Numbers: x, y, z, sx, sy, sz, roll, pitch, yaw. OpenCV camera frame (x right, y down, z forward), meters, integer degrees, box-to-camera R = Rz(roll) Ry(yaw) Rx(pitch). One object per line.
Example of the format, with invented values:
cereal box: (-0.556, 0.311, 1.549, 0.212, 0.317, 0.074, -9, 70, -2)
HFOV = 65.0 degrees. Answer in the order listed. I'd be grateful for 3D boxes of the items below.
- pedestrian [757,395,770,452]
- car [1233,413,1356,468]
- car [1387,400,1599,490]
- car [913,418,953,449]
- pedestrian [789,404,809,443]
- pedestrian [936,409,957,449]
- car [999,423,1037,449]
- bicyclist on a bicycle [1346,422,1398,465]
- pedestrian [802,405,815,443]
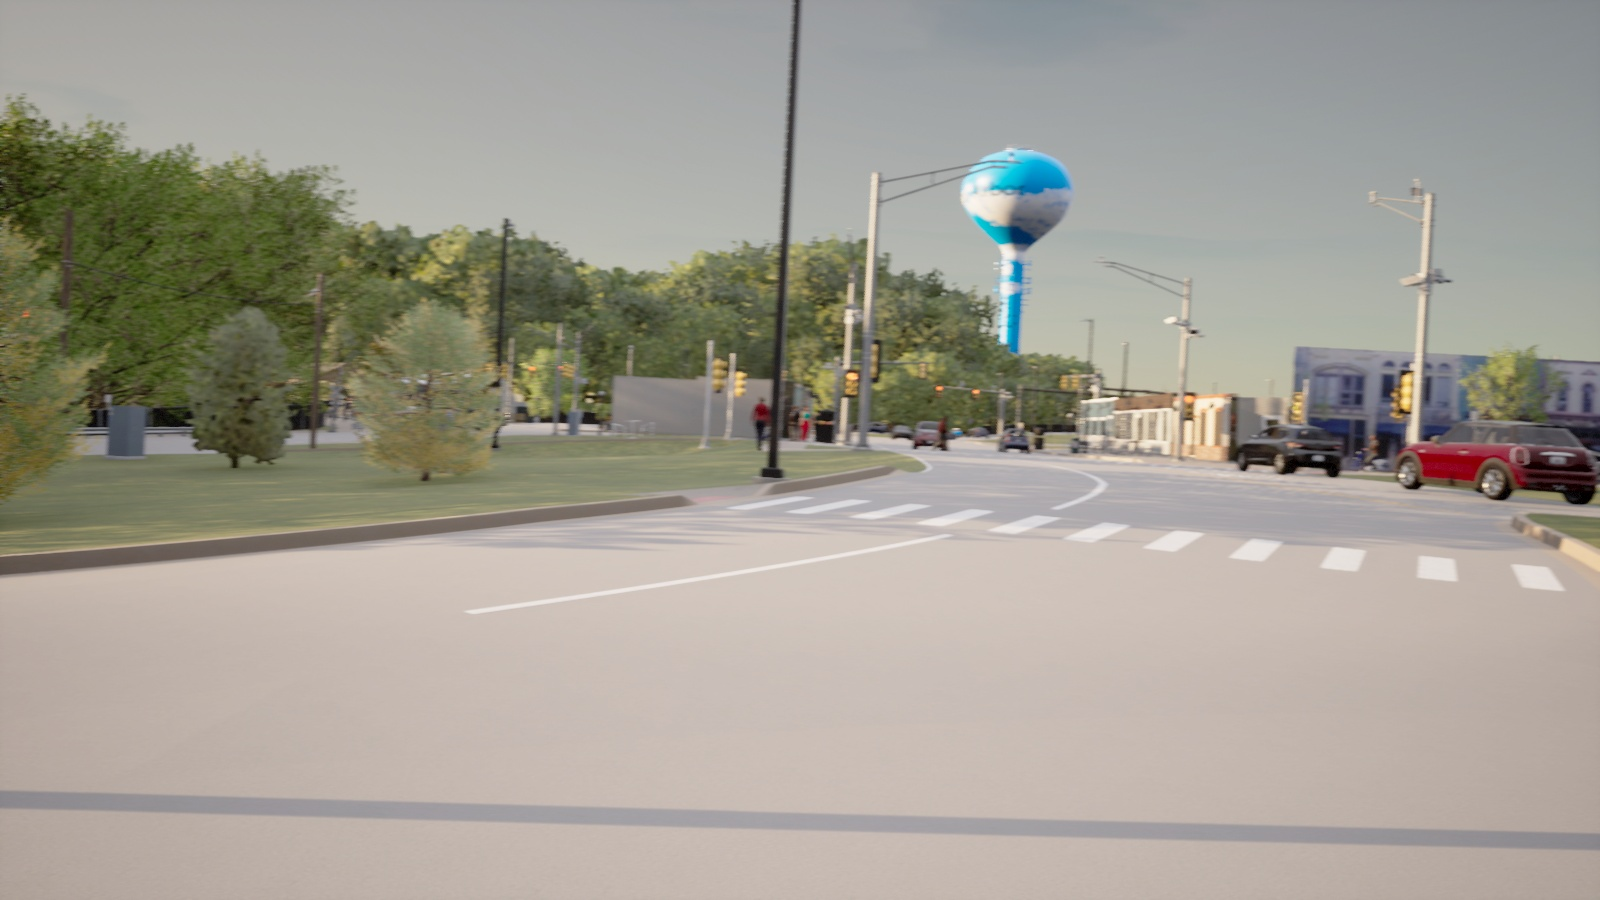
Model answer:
pedestrian: (-1.193, -0.865, 40.932, 0.331, 1.846, 0.636, 2, 0, 3)
car: (14.565, -0.313, 37.243, 1.816, 1.474, 4.193, 2, 1, -2)
car: (15.273, -0.175, 27.667, 2.097, 1.767, 4.553, 2, 2, -6)
car: (6.809, -0.823, 64.458, 1.845, 1.501, 3.633, 2, 1, 4)
pedestrian: (-0.049, -1.306, 62.314, 0.563, 1.883, 0.849, 2, 0, -36)
pedestrian: (6.908, -0.979, 59.149, 0.899, 1.844, 0.634, 2, 0, 6)
car: (14.349, -0.929, 82.998, 1.851, 1.617, 3.988, 2, 1, 1)
bicyclist on a bicycle: (24.620, -0.287, 54.049, 1.843, 1.776, 0.659, 2, 0, 2)
pedestrian: (0.414, -1.300, 62.720, 0.345, 1.836, 0.594, 2, 0, -25)
